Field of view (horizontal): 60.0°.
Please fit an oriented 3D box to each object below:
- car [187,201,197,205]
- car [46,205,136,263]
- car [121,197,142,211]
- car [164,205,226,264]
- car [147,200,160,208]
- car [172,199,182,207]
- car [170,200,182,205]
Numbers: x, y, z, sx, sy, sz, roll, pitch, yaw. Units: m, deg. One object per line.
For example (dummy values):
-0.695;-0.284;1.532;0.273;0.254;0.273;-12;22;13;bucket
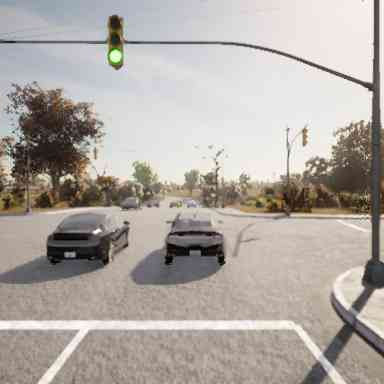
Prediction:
-0.003;2.539;68.364;1.812;1.442;4.674;0;-2;0;car
-3.405;1.461;11.713;1.837;1.490;4.892;0;1;0;car
-7.092;1.411;39.358;1.837;1.490;4.892;0;-1;0;car
0.094;1.448;11.619;2.128;1.511;4.902;0;1;0;car
-7.013;2.185;60.826;2.128;1.511;4.902;0;-3;0;car
-3.503;2.636;78.361;2.097;1.767;4.553;0;-2;0;car
-3.503;2.474;67.949;1.882;1.535;5.008;0;-2;0;car
